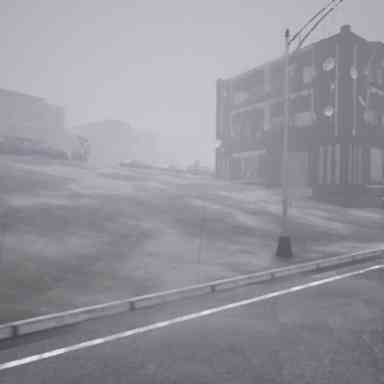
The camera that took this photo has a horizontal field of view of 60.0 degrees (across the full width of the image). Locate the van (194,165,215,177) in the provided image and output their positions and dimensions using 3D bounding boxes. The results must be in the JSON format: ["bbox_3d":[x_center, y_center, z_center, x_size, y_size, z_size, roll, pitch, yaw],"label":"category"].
[{"bbox_3d":[1.298,-2.521,44.598,1.878,1.987,4.442,0,-2,39],"label":"van"}]

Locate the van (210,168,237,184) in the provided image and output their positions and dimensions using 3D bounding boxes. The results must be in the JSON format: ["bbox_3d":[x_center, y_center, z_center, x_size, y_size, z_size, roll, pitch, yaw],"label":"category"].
[{"bbox_3d":[4.682,-2.270,48.975,1.878,1.987,4.442,0,-2,38],"label":"van"}]

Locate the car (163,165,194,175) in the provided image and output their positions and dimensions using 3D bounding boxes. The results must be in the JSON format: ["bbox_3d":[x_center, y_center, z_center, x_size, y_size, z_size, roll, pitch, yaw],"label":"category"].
[{"bbox_3d":[-2.288,-2.490,40.196,2.002,1.452,4.674,0,-2,40],"label":"car"}]

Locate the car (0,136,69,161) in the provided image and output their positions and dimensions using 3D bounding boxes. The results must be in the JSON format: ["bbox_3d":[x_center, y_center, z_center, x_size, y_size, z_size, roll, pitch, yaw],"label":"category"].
[{"bbox_3d":[-13.179,-3.338,27.709,2.435,2.045,5.566,0,-1,44],"label":"car"}]

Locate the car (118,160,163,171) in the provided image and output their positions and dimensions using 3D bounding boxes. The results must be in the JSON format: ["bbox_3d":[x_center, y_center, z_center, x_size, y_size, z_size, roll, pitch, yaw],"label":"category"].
[{"bbox_3d":[-5.849,-2.698,35.953,2.002,1.452,4.674,0,-2,41],"label":"car"}]
